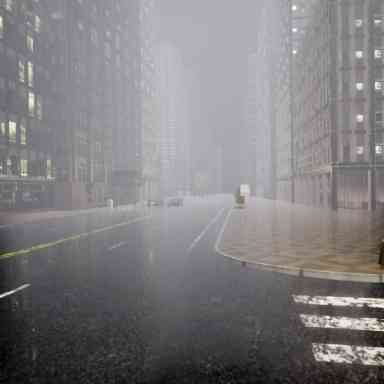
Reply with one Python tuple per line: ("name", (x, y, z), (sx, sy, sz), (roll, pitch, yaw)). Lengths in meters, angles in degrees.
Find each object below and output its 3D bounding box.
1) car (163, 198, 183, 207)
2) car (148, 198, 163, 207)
("car", (-2.647, 1.678, 53.956), (2.033, 1.411, 5.357), (-1, 0, 8))
("car", (-5.867, 1.666, 54.401), (2.128, 1.511, 4.902), (-1, 0, 8))
